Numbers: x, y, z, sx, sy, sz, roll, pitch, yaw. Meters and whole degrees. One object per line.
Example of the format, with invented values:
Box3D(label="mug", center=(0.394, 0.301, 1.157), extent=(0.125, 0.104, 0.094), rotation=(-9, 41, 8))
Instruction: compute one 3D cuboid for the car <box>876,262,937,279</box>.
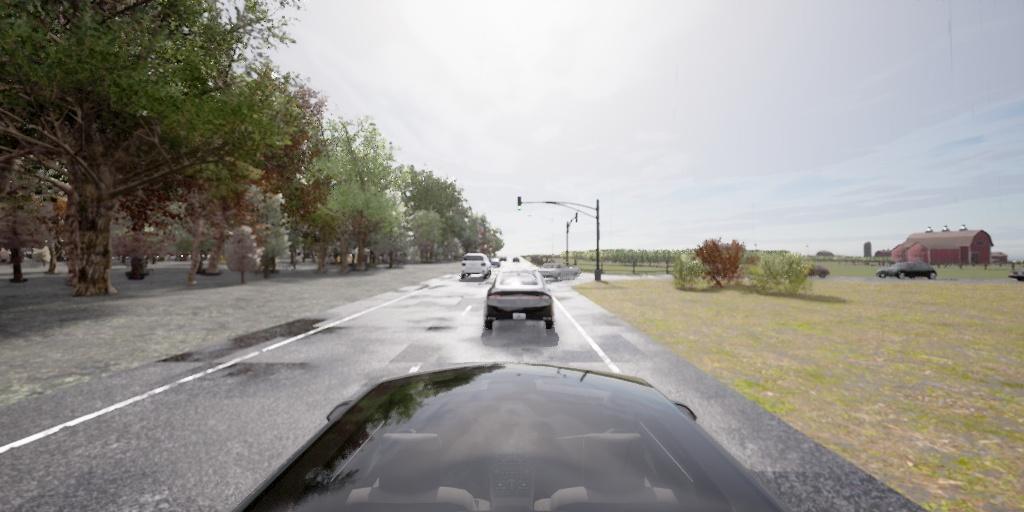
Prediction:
Box3D(label="car", center=(39.991, 1.434, 36.463), extent=(4.553, 1.767, 2.097), rotation=(1, -1, 1))

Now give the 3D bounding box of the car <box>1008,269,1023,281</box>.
Box3D(label="car", center=(48.956, 1.682, 32.712), extent=(5.357, 1.411, 2.033), rotation=(1, -1, 1))

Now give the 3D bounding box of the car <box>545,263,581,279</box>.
Box3D(label="car", center=(3.724, 1.239, 28.976), extent=(1.895, 1.301, 4.718), rotation=(0, 0, 38))

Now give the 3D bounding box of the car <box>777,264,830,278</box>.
Box3D(label="car", center=(29.754, 1.497, 36.640), extent=(4.674, 1.442, 1.812), rotation=(1, -1, 1))

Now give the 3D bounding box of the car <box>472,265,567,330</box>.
Box3D(label="car", center=(0.201, 1.205, 10.965), extent=(2.128, 1.511, 4.902), rotation=(0, 0, 1))

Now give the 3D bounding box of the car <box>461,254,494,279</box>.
Box3D(label="car", center=(-3.054, 0.851, 31.238), extent=(2.150, 2.045, 5.566), rotation=(0, 0, 1))

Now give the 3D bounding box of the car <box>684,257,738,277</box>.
Box3D(label="car", center=(20.071, 1.090, 36.805), extent=(5.566, 2.045, 2.150), rotation=(1, -1, 1))

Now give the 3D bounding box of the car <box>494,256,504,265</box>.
Box3D(label="car", center=(-2.744, 1.067, 56.867), extent=(2.033, 1.411, 5.357), rotation=(0, 0, 1))
